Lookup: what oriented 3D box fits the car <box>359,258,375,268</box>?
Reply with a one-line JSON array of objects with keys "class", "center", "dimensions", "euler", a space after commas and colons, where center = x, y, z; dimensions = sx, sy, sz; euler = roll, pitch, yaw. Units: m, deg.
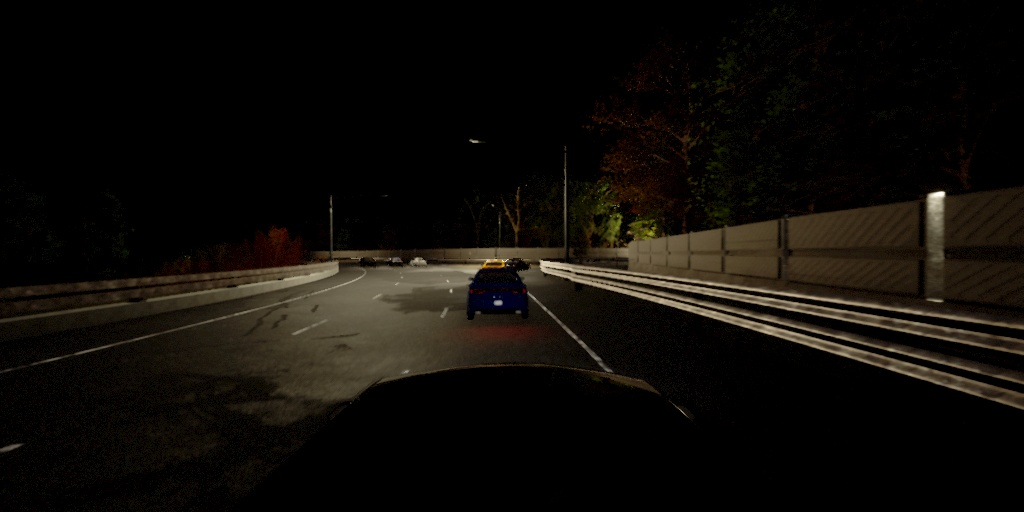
[{"class": "car", "center": [-23.314, 1.020, 57.589], "dimensions": [1.882, 1.535, 5.008], "euler": [0, 0, -32]}]

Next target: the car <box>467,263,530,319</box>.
[{"class": "car", "center": [-0.539, 1.170, 12.696], "dimensions": [1.882, 1.535, 5.008], "euler": [0, 0, -3]}]

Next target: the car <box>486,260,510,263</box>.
[{"class": "car", "center": [-1.314, 1.091, 27.611], "dimensions": [1.882, 1.535, 5.008], "euler": [0, 0, -1]}]

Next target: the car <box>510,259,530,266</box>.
[{"class": "car", "center": [0.490, 1.081, 40.736], "dimensions": [2.033, 1.411, 5.357], "euler": [0, 0, 20]}]

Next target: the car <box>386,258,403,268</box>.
[{"class": "car", "center": [-18.533, 1.019, 56.435], "dimensions": [2.128, 1.511, 4.902], "euler": [0, 0, -30]}]

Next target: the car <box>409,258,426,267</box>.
[{"class": "car", "center": [-15.038, 1.034, 57.380], "dimensions": [1.812, 1.442, 4.674], "euler": [0, 0, -29]}]
